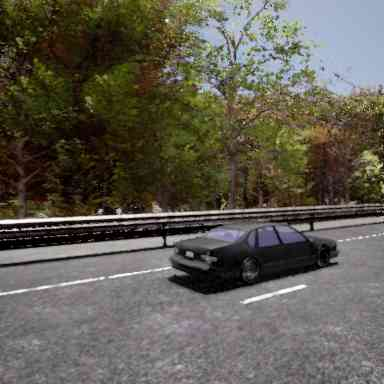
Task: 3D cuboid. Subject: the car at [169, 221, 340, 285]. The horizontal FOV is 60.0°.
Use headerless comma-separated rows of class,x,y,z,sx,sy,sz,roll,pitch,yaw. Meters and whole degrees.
car,1.981,1.547,9.495,5.357,1.411,2.033,0,0,-36
